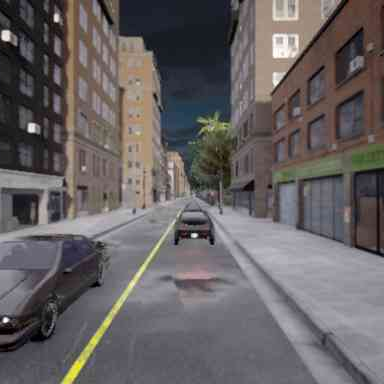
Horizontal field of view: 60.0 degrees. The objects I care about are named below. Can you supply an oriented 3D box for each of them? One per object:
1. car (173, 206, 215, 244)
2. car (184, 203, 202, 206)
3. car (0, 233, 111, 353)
[{"bbox_3d":[0.106,1.630,16.528,1.837,1.490,4.892,0,-1,0],"label":"car"},{"bbox_3d":[0.113,1.840,35.968,1.994,1.385,4.181,0,0,0],"label":"car"},{"bbox_3d":[-3.094,1.601,6.819,2.033,1.411,5.357,0,0,0],"label":"car"}]
